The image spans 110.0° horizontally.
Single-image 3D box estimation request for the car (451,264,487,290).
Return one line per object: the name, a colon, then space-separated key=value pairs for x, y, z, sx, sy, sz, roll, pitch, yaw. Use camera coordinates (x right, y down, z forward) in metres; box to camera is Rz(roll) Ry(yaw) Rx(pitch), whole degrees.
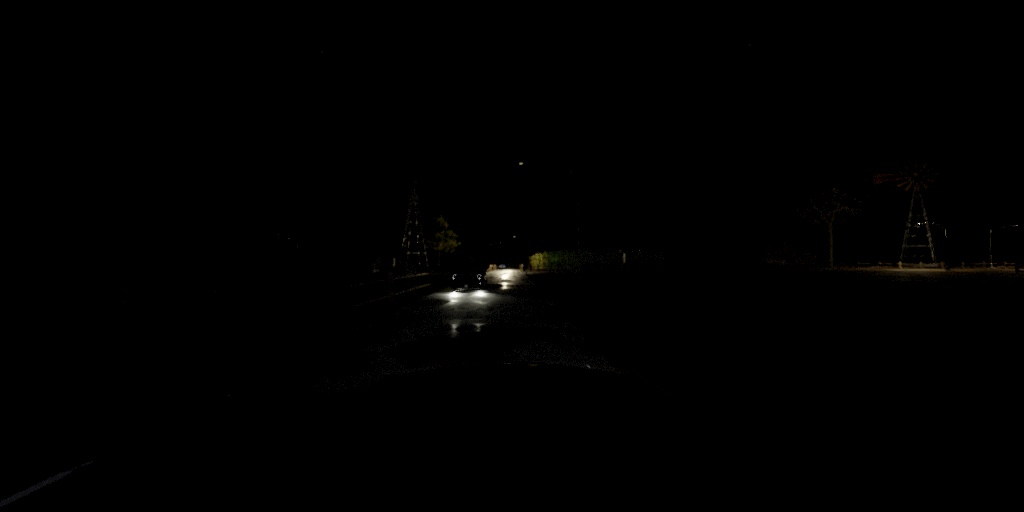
car: x=-2.849 y=1.321 z=24.561 sx=2.097 sy=1.767 sz=4.553 roll=0 pitch=-1 yaw=0
